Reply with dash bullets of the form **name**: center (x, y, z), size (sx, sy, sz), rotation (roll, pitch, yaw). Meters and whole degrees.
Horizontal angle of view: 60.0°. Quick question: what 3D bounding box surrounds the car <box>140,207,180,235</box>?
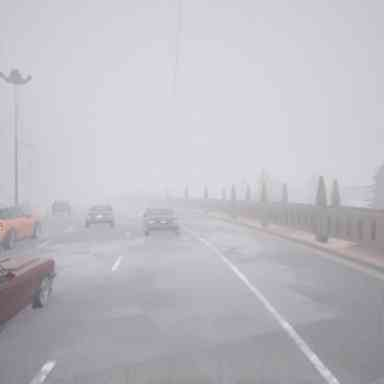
- **car**: center (-1.907, 1.555, 19.123), size (2.033, 1.411, 5.357), rotation (0, 0, -11)

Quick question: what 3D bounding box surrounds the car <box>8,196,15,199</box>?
- **car**: center (-39.803, 1.611, 73.745), size (1.837, 1.490, 4.892), rotation (0, 0, -26)

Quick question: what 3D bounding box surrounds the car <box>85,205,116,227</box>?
- **car**: center (-6.313, 1.571, 23.037), size (2.033, 1.411, 5.357), rotation (0, 0, -13)

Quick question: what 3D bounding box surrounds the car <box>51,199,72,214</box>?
- **car**: center (-14.068, 1.544, 35.874), size (2.128, 1.511, 4.902), rotation (0, 0, -21)

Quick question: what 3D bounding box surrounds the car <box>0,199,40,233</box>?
- **car**: center (-8.269, 1.383, 14.487), size (2.097, 1.767, 4.553), rotation (0, 0, -8)

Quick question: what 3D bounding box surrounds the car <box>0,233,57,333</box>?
- **car**: center (-3.681, 1.615, 4.903), size (1.895, 1.301, 4.718), rotation (0, 0, -3)
